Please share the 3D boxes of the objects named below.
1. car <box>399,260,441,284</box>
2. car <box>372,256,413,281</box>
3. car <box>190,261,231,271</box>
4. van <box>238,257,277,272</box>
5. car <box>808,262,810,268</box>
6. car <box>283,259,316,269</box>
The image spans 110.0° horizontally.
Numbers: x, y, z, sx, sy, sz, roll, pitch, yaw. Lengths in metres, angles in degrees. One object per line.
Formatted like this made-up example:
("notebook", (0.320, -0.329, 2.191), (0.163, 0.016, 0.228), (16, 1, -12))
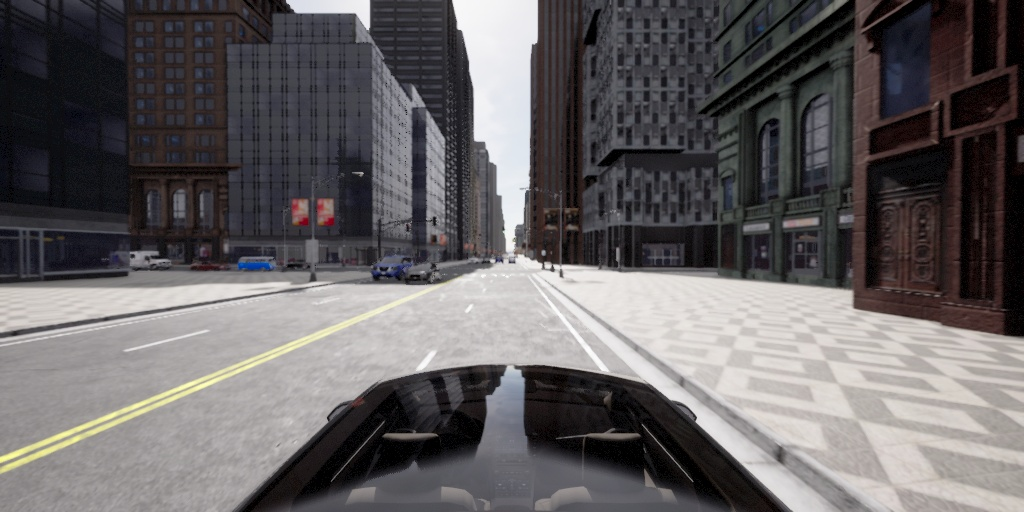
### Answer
("car", (-6.571, 1.256, 26.791), (1.837, 1.490, 4.892), (0, 0, 0))
("car", (-9.799, 0.974, 30.136), (2.150, 2.045, 5.566), (0, 0, 0))
("car", (-36.197, 1.240, 43.099), (4.207, 1.307, 1.802), (0, 0, 0))
("van", (-30.548, 1.028, 43.094), (3.998, 1.789, 1.690), (0, 0, 0))
("car", (39.230, 1.441, 49.160), (5.357, 1.411, 2.033), (0, 1, 0))
("car", (-30.541, 1.146, 51.619), (4.313, 1.339, 1.948), (0, 0, 0))
